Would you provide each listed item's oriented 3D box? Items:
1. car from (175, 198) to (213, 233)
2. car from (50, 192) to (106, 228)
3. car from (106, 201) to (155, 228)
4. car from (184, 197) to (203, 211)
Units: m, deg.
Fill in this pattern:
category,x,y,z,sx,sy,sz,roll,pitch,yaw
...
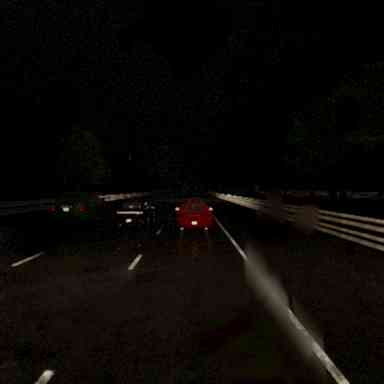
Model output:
category,x,y,z,sx,sy,sz,roll,pitch,yaw
car,0.115,1.310,18.392,1.882,1.535,5.008,0,1,0
car,-6.882,1.031,20.866,2.150,2.045,5.566,0,0,0
car,-3.382,1.307,20.260,2.128,1.511,4.902,0,1,0
car,0.131,1.271,35.997,1.895,1.301,4.718,0,1,0
